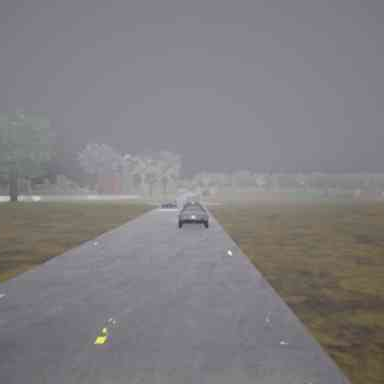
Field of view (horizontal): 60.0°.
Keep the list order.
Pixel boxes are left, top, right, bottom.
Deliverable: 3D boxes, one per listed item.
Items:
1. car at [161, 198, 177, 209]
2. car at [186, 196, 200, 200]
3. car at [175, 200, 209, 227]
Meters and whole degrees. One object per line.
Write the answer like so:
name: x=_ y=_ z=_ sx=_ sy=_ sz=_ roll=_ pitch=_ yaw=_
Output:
car: x=-2.832 y=1.453 z=42.939 sx=1.994 sy=1.385 sz=4.181 roll=0 pitch=0 yaw=0
car: x=0.078 y=1.259 z=37.479 sx=2.097 sy=1.767 sz=4.553 roll=0 pitch=0 yaw=0
car: x=0.086 y=1.511 z=22.607 sx=1.994 sy=1.385 sz=4.181 roll=0 pitch=0 yaw=0
